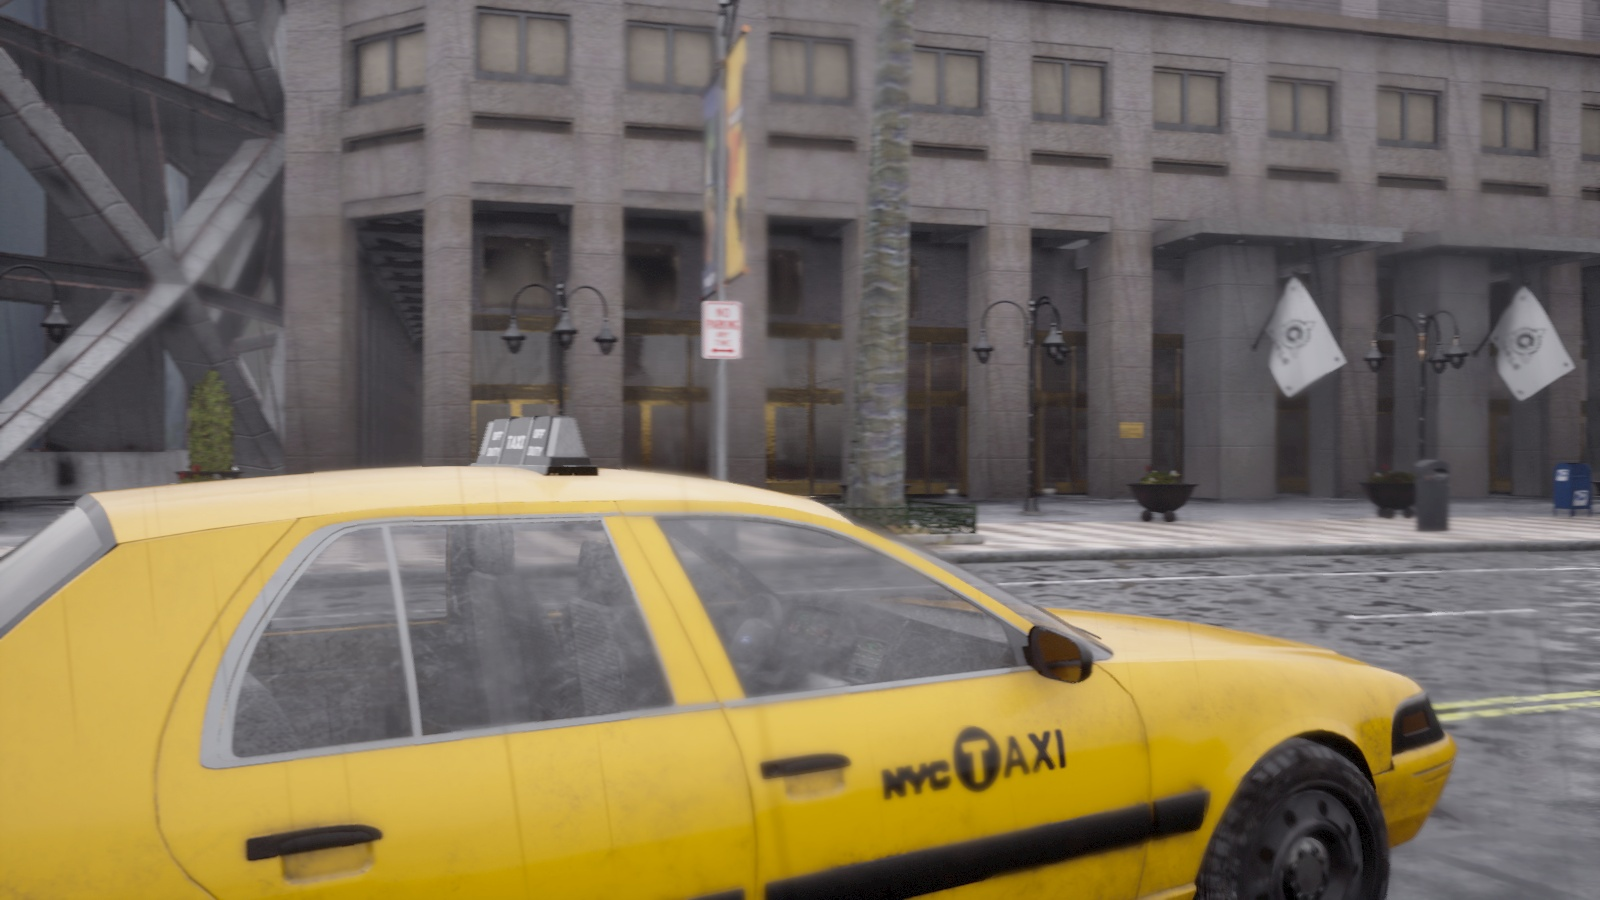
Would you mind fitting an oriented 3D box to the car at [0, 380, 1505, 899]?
[{"bbox_3d":[-0.588,0.688,3.194,5.366,1.575,1.801,0,0,-32],"label":"car"}]
